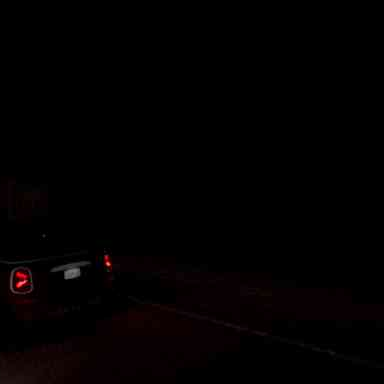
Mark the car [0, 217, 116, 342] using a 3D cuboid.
[{"bbox_3d":[-3.648,1.309,6.579,4.553,1.767,2.097,1,0,36],"label":"car"}]
